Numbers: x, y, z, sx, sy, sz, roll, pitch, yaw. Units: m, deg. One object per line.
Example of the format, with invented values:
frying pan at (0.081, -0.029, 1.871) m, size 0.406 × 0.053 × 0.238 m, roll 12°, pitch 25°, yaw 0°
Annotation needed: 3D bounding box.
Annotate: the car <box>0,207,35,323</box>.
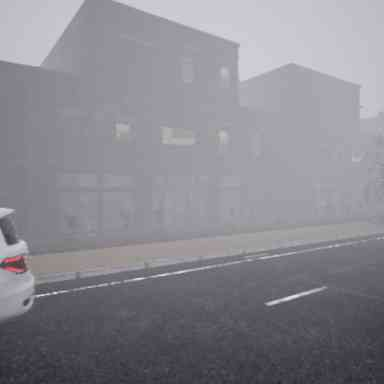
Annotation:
car at (-5.005, 1.224, 4.108) m, size 5.566 × 2.045 × 2.150 m, roll 0°, pitch 0°, yaw -35°
